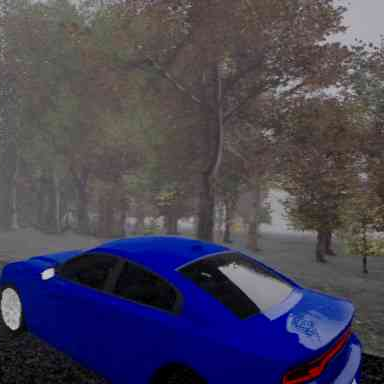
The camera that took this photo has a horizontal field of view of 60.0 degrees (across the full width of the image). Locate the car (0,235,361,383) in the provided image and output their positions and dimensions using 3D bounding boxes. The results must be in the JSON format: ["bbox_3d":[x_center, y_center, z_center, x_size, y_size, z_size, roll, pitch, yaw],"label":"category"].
[{"bbox_3d":[-0.619,1.313,4.287,5.008,1.535,1.882,4,3,37],"label":"car"}]
